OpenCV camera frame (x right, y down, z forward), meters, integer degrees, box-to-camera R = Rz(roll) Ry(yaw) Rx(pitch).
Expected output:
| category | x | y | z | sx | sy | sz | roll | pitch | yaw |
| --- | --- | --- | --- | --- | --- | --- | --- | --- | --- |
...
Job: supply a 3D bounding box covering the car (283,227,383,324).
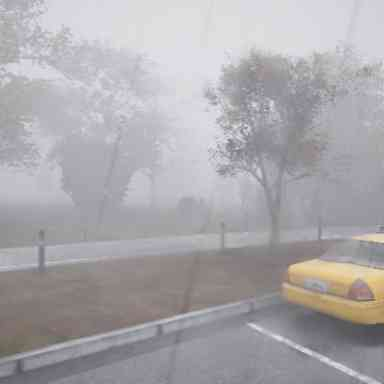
| category | x | y | z | sx | sy | sz | roll | pitch | yaw |
| --- | --- | --- | --- | --- | --- | --- | --- | --- | --- |
| car | 4.258 | 1.495 | 6.804 | 5.366 | 1.575 | 1.946 | 0 | -2 | -31 |
